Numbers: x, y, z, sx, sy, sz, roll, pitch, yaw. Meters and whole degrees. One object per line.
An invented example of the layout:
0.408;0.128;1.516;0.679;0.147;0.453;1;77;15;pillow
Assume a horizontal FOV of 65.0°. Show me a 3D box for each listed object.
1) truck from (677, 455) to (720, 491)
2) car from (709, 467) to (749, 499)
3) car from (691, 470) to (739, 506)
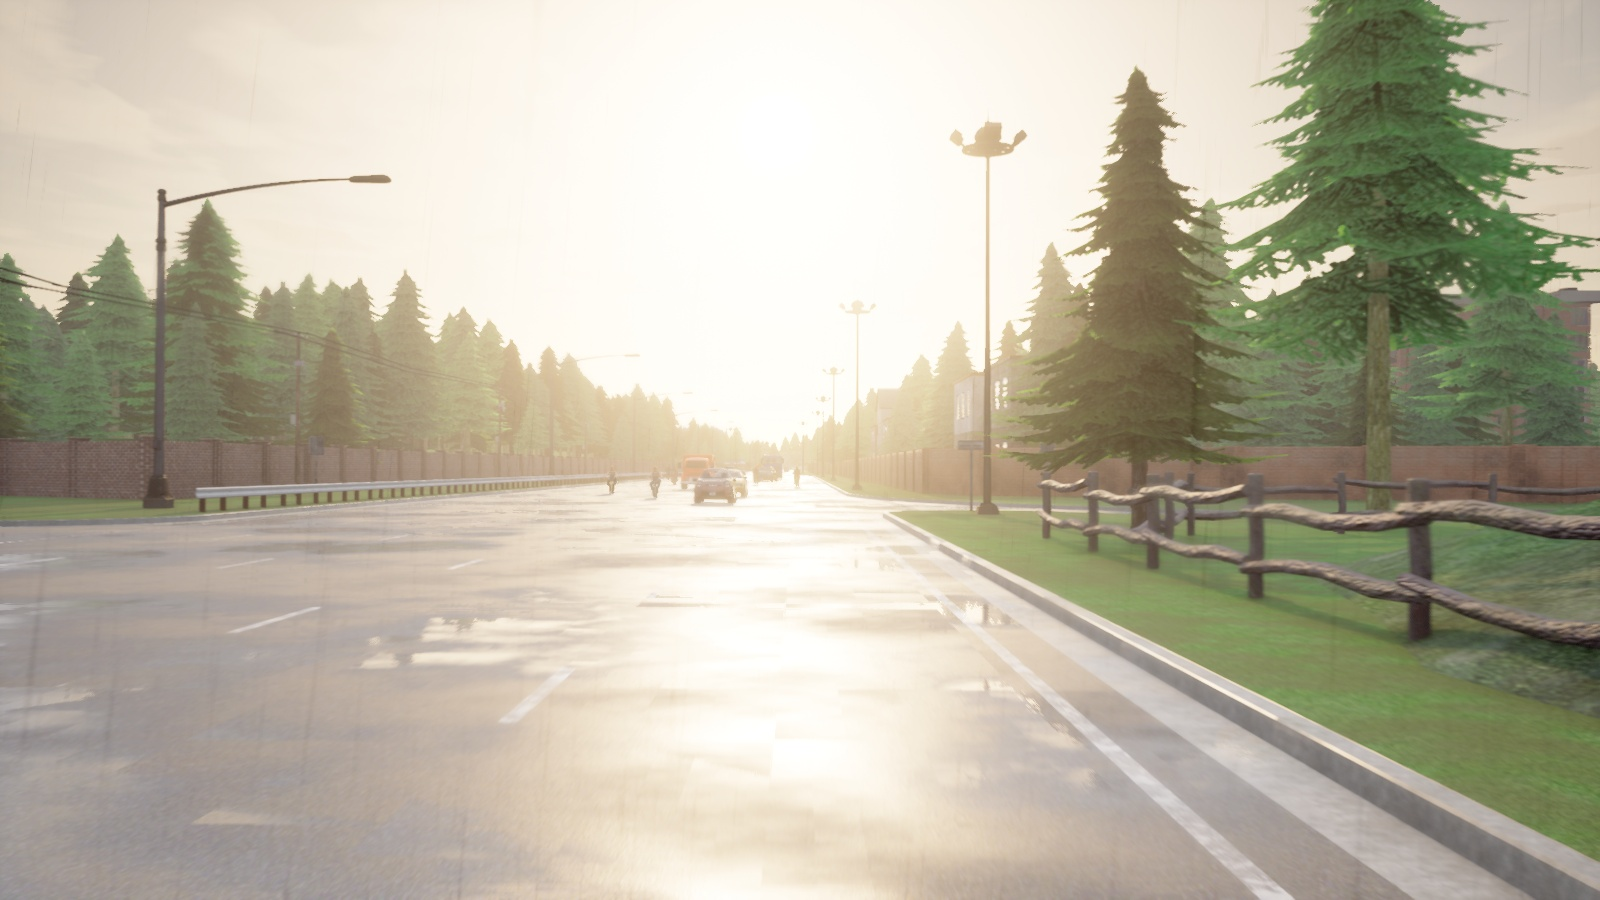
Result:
-7.215;1.611;89.602;2.627;2.467;5.204;0;-1;0;truck
-3.655;1.681;65.327;1.801;1.575;5.366;0;-1;0;car
-3.629;1.601;54.317;1.845;1.501;3.633;0;-1;0;car
